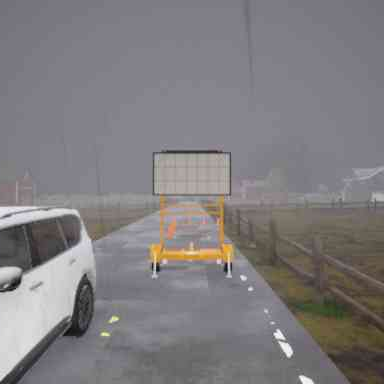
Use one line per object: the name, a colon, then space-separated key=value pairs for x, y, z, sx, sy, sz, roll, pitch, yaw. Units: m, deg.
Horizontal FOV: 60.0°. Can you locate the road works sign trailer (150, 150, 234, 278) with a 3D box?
road works sign trailer: x=-0.002 y=0.515 z=10.322 sx=2.380 sy=3.560 sz=2.880 roll=0 pitch=0 yaw=0

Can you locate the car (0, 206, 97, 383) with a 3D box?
car: x=-2.753 y=1.238 z=3.779 sx=2.150 sy=2.045 sz=5.566 roll=0 pitch=0 yaw=0
